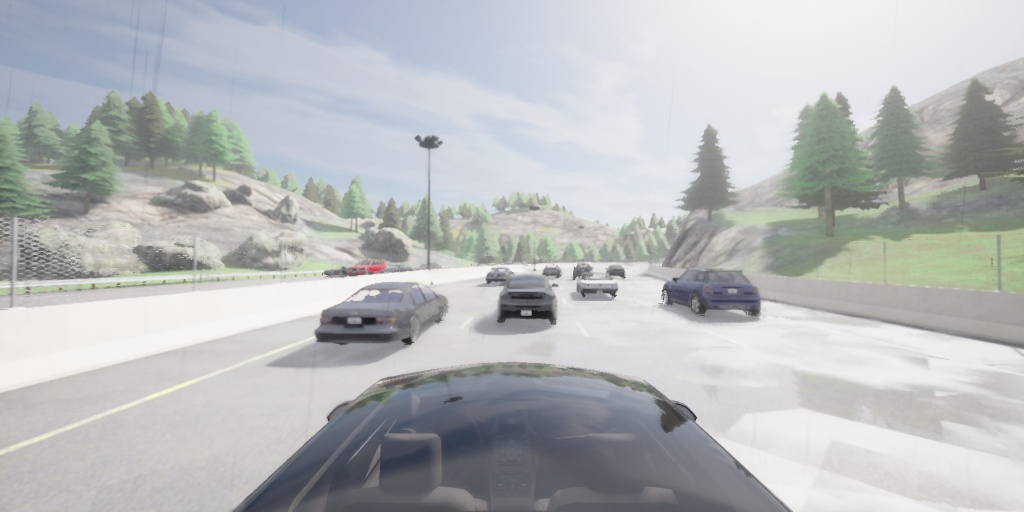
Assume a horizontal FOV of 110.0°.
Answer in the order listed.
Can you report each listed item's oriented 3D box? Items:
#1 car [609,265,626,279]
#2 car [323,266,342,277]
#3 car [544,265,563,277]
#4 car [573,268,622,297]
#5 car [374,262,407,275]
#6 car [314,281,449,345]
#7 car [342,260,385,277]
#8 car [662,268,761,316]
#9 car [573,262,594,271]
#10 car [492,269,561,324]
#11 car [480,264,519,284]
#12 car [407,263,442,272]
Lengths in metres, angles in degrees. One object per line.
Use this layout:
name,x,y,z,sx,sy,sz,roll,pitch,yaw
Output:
car,11.622,1.740,40.205,1.837,1.490,4.892,0,0,13
car,-20.194,1.835,42.841,1.895,1.301,4.718,0,-1,12
car,4.717,1.732,41.346,2.128,1.511,4.902,0,-1,13
car,4.795,1.589,20.730,1.895,1.301,4.718,0,-1,6
car,-13.293,1.717,41.549,2.128,1.511,4.902,0,-1,12
car,-3.119,1.394,9.803,2.033,1.411,5.357,0,-1,2
car,-16.802,1.446,42.006,2.150,2.045,5.566,0,0,12
car,7.731,1.265,14.412,2.097,1.767,4.553,0,-1,4
car,7.645,1.557,38.265,2.097,1.767,4.553,0,-1,12
car,0.580,1.392,12.688,1.837,1.490,4.892,0,0,4
car,-0.895,1.652,30.743,2.033,1.411,5.357,0,-1,9
car,-9.741,1.579,41.422,2.097,1.767,4.553,0,-1,12
